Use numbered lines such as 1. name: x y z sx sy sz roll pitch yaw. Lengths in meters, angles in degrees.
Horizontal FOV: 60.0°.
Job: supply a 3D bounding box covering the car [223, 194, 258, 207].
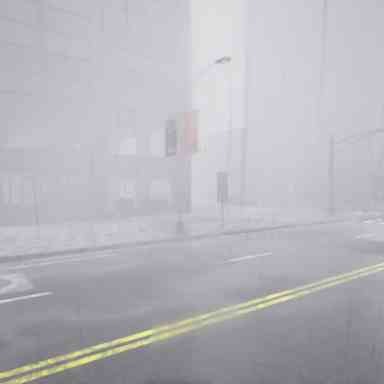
1. car: 5.480 0.950 38.489 1.882 1.535 5.008 0 0 -36
